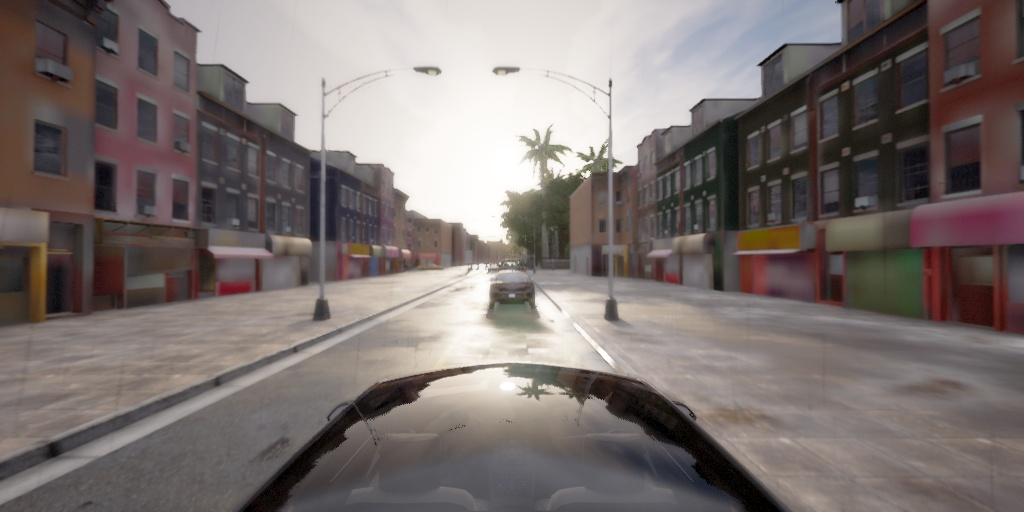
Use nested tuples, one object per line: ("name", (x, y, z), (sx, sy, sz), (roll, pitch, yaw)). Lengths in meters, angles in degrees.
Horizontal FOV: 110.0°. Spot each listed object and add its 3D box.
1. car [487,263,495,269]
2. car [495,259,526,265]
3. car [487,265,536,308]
("car", (-2.760, 1.860, 55.395), (2.033, 1.411, 5.357), (0, -1, 0))
("car", (0.007, 1.257, 29.448), (2.150, 2.045, 5.566), (0, 0, 0))
("car", (0.025, 1.372, 16.090), (1.882, 1.535, 5.008), (0, 0, 0))
